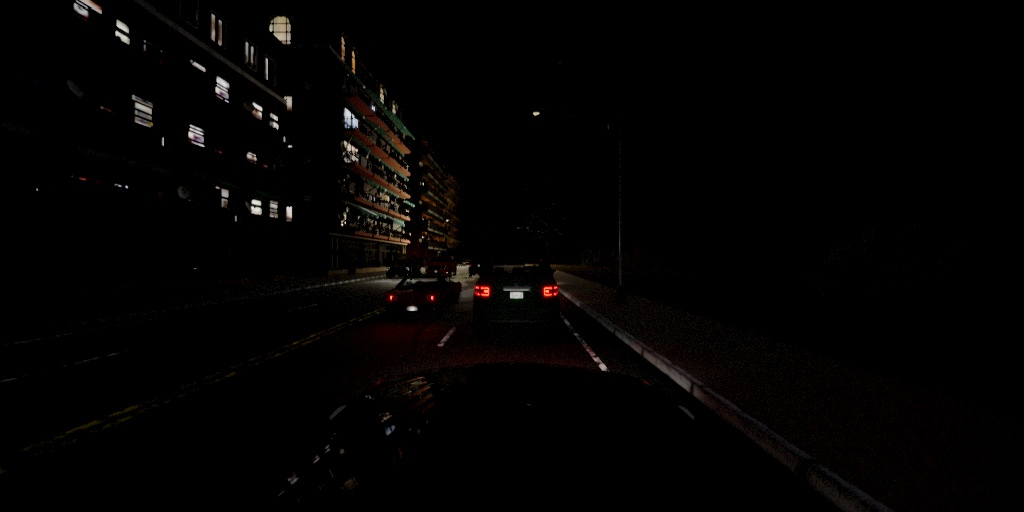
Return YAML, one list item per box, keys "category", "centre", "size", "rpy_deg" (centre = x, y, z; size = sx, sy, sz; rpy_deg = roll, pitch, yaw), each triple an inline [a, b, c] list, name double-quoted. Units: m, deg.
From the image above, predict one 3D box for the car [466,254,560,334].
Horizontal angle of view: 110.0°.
- category: "car"
  centre: [0.121, 0.976, 10.734]
  size: [2.150, 2.045, 5.566]
  rpy_deg: [0, 0, 0]

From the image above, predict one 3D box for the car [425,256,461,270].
- category: "car"
  centre: [-6.504, 0.984, 33.481]
  size: [2.150, 2.045, 5.566]
  rpy_deg: [0, 0, 0]

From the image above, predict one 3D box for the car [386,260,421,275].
- category: "car"
  centre: [-9.757, 1.115, 32.552]
  size: [2.097, 1.767, 4.553]
  rpy_deg: [0, 0, 0]

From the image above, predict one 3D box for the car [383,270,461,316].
- category: "car"
  centre: [-3.115, 1.356, 13.482]
  size: [1.895, 1.301, 4.718]
  rpy_deg: [0, 0, 0]
